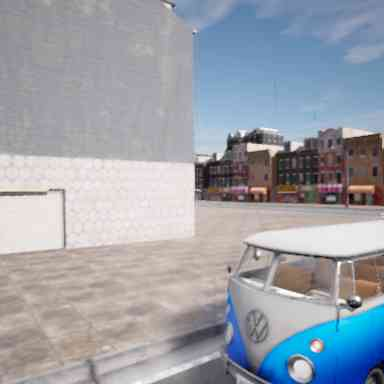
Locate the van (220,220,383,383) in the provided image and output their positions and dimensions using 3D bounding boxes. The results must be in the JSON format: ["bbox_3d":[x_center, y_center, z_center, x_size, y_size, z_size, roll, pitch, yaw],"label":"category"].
[{"bbox_3d":[2.229,1.334,4.414,3.998,1.788,1.690,0,0,-36],"label":"van"}]
